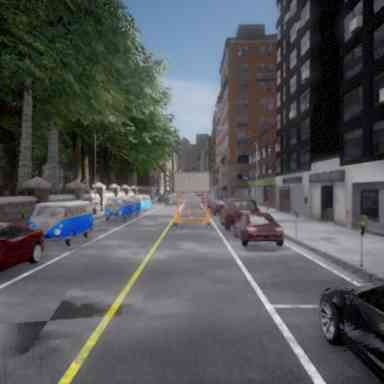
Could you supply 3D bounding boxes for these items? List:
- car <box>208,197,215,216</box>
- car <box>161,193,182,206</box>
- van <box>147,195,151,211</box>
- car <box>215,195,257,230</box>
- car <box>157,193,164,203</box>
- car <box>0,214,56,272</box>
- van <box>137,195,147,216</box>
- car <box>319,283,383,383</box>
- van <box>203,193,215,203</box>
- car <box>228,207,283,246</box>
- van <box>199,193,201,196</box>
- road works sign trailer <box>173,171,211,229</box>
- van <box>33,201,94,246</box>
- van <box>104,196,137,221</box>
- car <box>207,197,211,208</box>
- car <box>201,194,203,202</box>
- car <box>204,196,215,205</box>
[{"bbox_3d":[2.862,1.476,31.769,1.887,1.381,4.507,0,0,0],"label":"car"},{"bbox_3d":[-3.057,1.365,50.801,2.128,1.511,4.902,0,0,0],"label":"car"},{"bbox_3d":[-5.663,1.256,37.403,1.690,1.788,3.998,0,0,0],"label":"van"},{"bbox_3d":[2.858,1.275,20.447,2.192,1.841,5.009,0,0,0],"label":"car"},{"bbox_3d":[-5.656,1.134,65.692,2.192,1.841,5.009,0,0,0],"label":"car"},{"bbox_3d":[-5.669,1.529,9.114,1.887,1.381,4.507,0,0,0],"label":"car"},{"bbox_3d":[-5.664,1.272,31.745,1.690,1.788,3.998,0,0,0],"label":"van"},{"bbox_3d":[2.855,1.560,3.466,1.947,1.339,4.313,0,0,0],"label":"car"},{"bbox_3d":[2.865,1.220,48.749,1.690,1.788,3.998,0,0,0],"label":"van"},{"bbox_3d":[2.858,1.555,14.787,1.802,1.307,4.206,0,0,0],"label":"car"},{"bbox_3d":[2.869,1.160,65.731,1.690,1.788,3.998,0,0,0],"label":"van"},{"bbox_3d":[0.005,0.422,21.400,2.380,3.560,2.880,0,0,0],"label":"road works sign trailer"},{"bbox_3d":[-5.668,1.314,14.771,1.690,1.788,3.998,0,0,0],"label":"van"},{"bbox_3d":[-5.665,1.287,26.087,1.690,1.788,3.998,0,0,0],"label":"van"},{"bbox_3d":[2.863,1.497,37.429,1.802,1.307,4.206,0,0,0],"label":"car"},{"bbox_3d":[2.867,1.405,54.411,1.887,1.381,4.507,0,0,0],"label":"car"},{"bbox_3d":[2.864,1.479,43.090,1.802,1.307,4.206,0,0,0],"label":"car"}]
